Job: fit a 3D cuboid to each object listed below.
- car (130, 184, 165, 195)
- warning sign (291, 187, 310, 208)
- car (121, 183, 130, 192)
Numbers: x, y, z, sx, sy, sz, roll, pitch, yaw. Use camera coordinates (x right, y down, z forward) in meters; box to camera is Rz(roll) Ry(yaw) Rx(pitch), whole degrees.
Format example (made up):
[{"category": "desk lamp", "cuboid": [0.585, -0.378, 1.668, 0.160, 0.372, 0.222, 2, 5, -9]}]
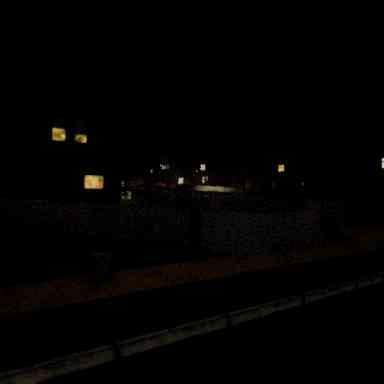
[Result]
[{"category": "car", "cuboid": [-6.032, -0.221, 44.618, 2.128, 1.511, 4.902, 1, 2, -34]}, {"category": "warning sign", "cuboid": [9.960, 0.464, 30.515, 1.300, 1.860, 1.060, -2, 1, -34]}, {"category": "car", "cuboid": [-11.420, -0.774, 57.566, 2.033, 1.411, 5.357, 1, 2, -34]}]
